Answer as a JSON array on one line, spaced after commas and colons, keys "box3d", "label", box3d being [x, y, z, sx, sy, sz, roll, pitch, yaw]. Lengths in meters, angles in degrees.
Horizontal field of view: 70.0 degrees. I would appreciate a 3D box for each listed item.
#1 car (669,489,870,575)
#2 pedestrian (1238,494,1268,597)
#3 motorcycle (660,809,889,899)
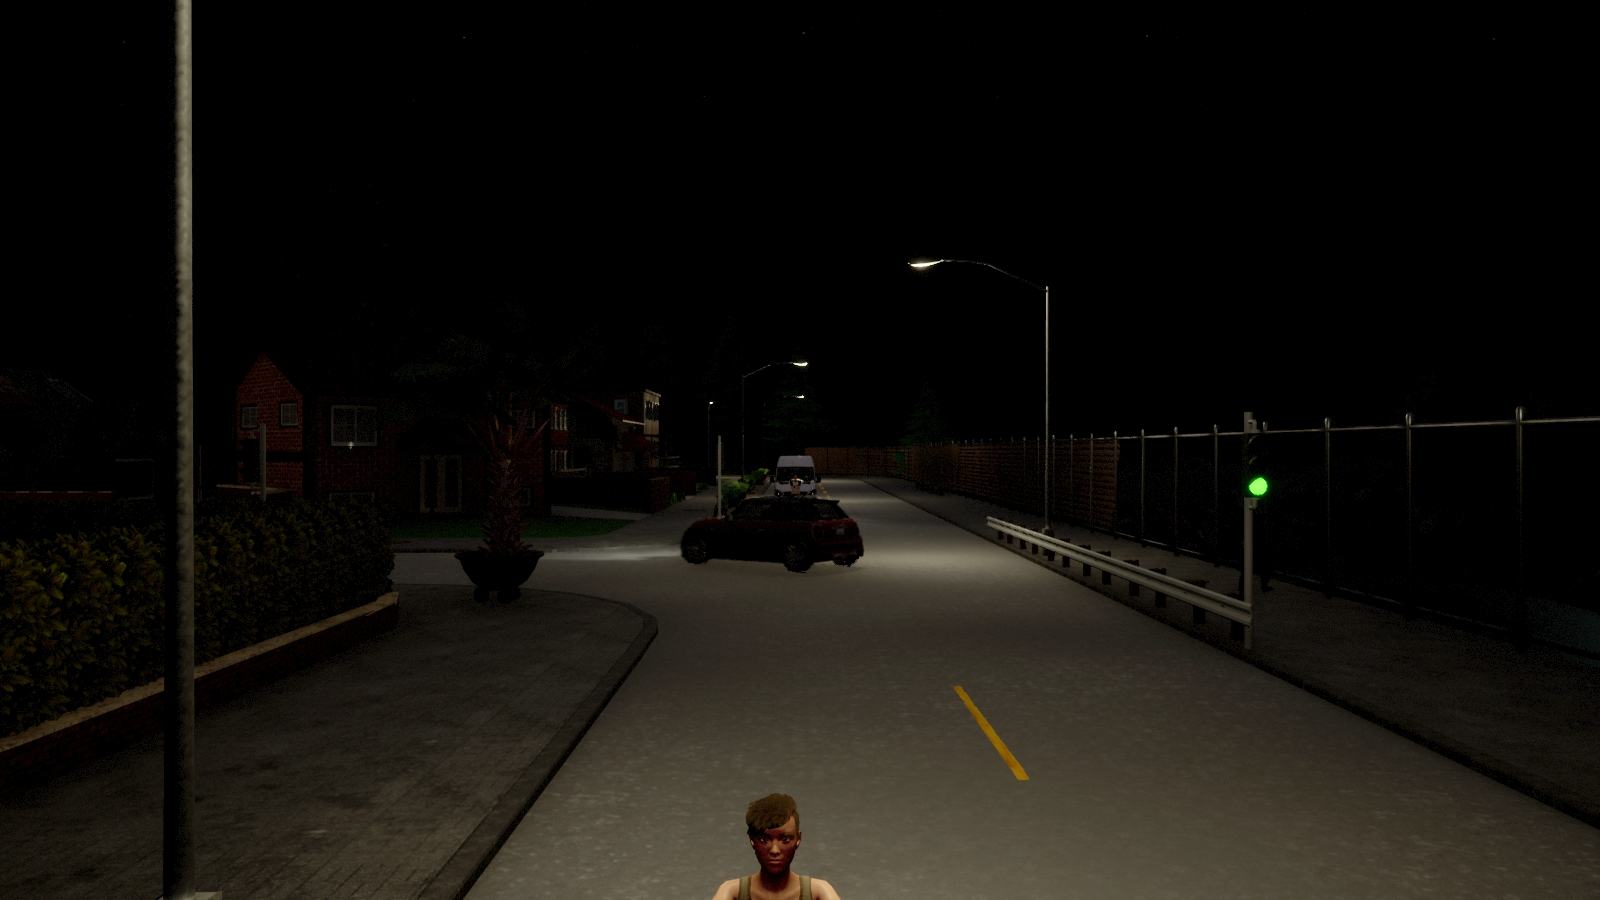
[{"box3d": [-0.786, 1.916, 27.761, 4.553, 1.767, 2.097, 0, 0, 37], "label": "car"}, {"box3d": [8.368, 1.752, 21.106, 0.375, 1.860, 0.375, 0, 0, -6], "label": "pedestrian"}, {"box3d": [-0.084, 2.157, 3.590, 0.764, 1.307, 2.356, 0, 0, -1], "label": "motorcycle"}]
